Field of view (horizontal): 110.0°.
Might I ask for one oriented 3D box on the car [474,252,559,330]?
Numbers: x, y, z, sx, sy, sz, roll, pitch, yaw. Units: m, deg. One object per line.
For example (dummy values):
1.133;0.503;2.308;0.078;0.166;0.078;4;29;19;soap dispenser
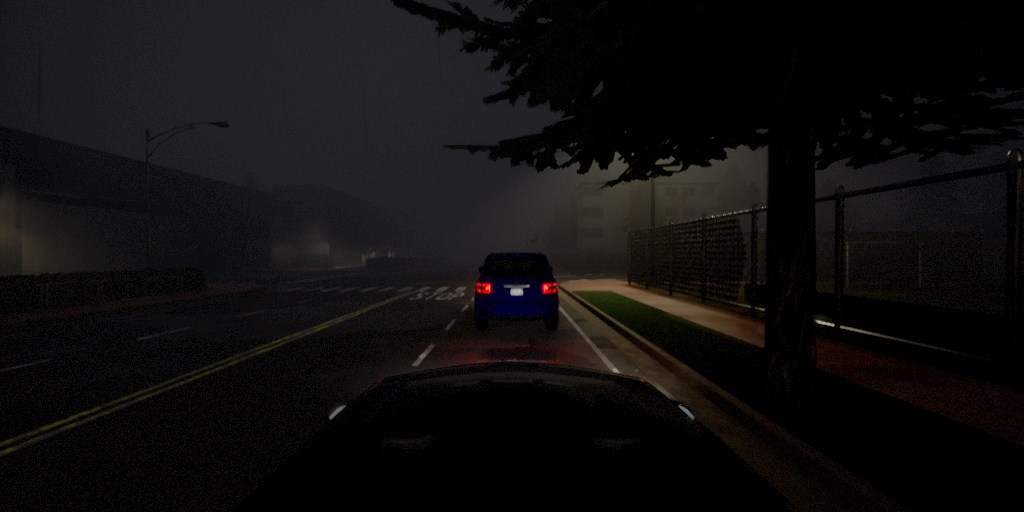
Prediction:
0.119;0.905;11.015;2.150;2.045;5.566;0;0;0;car
